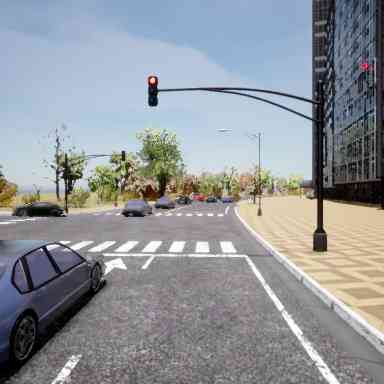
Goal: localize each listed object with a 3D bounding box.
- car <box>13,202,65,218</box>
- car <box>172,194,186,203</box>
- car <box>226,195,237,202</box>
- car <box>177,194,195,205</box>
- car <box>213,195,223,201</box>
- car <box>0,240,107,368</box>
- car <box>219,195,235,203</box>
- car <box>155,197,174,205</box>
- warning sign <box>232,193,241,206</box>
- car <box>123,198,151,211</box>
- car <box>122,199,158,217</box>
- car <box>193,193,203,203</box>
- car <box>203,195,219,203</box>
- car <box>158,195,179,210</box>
[{"bbox_3d":[-13.612,1.565,29.692,4.181,1.385,1.994,0,1,-20],"label":"car"},{"bbox_3d":[-2.676,1.362,69.528,2.097,1.767,4.553,0,0,11],"label":"car"},{"bbox_3d":[9.646,1.545,80.386,2.128,1.511,4.902,0,0,14],"label":"car"},{"bbox_3d":[-1.279,1.510,59.350,1.837,1.490,4.892,0,0,10],"label":"car"},{"bbox_3d":[6.336,1.392,80.514,1.812,1.442,4.674,0,0,14],"label":"car"},{"bbox_3d":[-3.035,1.547,5.698,2.033,1.411,5.357,0,0,1],"label":"car"},{"bbox_3d":[7.492,1.561,70.085,2.033,1.411,5.357,0,0,12],"label":"car"},{"bbox_3d":[-4.726,1.551,58.442,2.033,1.411,5.357,0,0,10],"label":"car"},{"bbox_3d":[6.476,1.122,48.236,1.300,1.860,1.060,0,0,8],"label":"warning sign"},{"bbox_3d":[-6.993,1.546,42.956,2.033,1.411,5.357,0,0,7],"label":"car"},{"bbox_3d":[-5.008,1.546,31.285,2.033,1.411,5.357,0,0,5],"label":"car"},{"bbox_3d":[1.153,1.229,72.051,2.150,2.045,5.566,0,0,11],"label":"car"},{"bbox_3d":[4.214,1.559,70.807,1.994,1.385,4.181,0,0,12],"label":"car"},{"bbox_3d":[-3.546,1.548,44.311,2.033,1.411,5.357,0,0,8],"label":"car"}]
